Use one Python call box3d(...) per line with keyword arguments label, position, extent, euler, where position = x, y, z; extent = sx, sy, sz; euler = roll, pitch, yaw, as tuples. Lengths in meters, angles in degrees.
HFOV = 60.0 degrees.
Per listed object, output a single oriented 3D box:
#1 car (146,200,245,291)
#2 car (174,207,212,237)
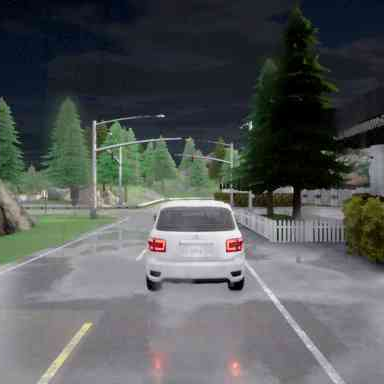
box3d(label="car", position=(0.065, 1.221, 9.170), extent=(2.150, 2.045, 5.566), euler=(0, 0, 0))
box3d(label="car", position=(0.020, 1.601, 18.934), extent=(1.895, 1.301, 4.718), euler=(0, 0, 0))
